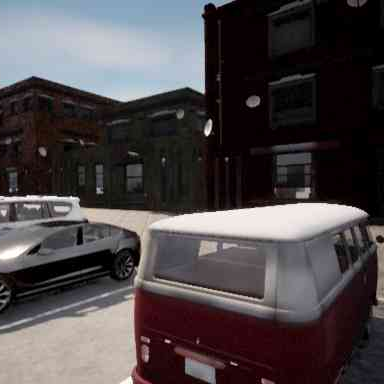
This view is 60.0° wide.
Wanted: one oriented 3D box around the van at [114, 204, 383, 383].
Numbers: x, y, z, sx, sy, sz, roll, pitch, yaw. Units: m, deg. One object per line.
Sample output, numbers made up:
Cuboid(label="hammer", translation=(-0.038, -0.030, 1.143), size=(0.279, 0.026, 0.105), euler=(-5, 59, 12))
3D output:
Cuboid(label="van", translation=(1.325, 1.199, 4.468), size=(1.878, 1.987, 4.442), euler=(0, 0, 35))

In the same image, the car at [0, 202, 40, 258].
Cuboid(label="car", translation=(-7.709, 1.284, 10.807), size=(2.185, 1.767, 4.553), euler=(0, 0, 35))

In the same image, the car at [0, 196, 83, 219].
Cuboid(label="car", translation=(-5.497, 1.165, 9.156), size=(2.435, 2.045, 5.566), euler=(0, 0, 35))

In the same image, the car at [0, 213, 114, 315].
Cuboid(label="car", translation=(-3.253, 1.451, 7.554), size=(2.163, 1.488, 4.792), euler=(0, 0, 35))
